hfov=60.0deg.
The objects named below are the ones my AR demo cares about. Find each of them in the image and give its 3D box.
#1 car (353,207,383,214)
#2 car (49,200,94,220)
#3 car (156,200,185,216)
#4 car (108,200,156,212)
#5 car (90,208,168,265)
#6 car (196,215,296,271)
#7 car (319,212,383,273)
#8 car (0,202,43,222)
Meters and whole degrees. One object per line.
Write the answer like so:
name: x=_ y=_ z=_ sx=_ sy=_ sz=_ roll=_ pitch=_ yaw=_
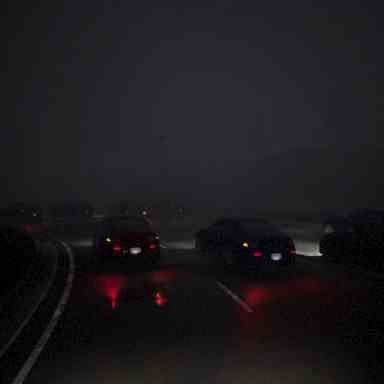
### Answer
car: x=7.754 y=1.393 z=14.159 sx=1.882 sy=1.535 sz=5.008 roll=0 pitch=0 yaw=-18
car: x=-10.335 y=1.466 z=28.341 sx=5.008 sy=1.535 sz=1.882 roll=0 pitch=0 yaw=41
car: x=-2.574 y=1.461 z=30.610 sx=1.812 sy=1.442 sz=4.674 roll=0 pitch=0 yaw=-44
car: x=-5.555 y=1.463 z=28.683 sx=1.837 sy=1.490 sz=4.892 roll=0 pitch=0 yaw=-45
car: x=-2.413 y=1.509 z=11.721 sx=1.812 sy=1.442 sz=4.674 roll=0 pitch=0 yaw=-20
car: x=1.537 y=1.487 z=10.823 sx=1.812 sy=1.442 sz=4.674 roll=0 pitch=0 yaw=-16
car: x=5.530 y=1.506 z=9.465 sx=1.994 sy=1.385 sz=4.181 roll=0 pitch=0 yaw=-13
car: x=-13.678 y=1.539 z=26.551 sx=4.674 sy=1.442 sz=1.812 roll=0 pitch=0 yaw=38
